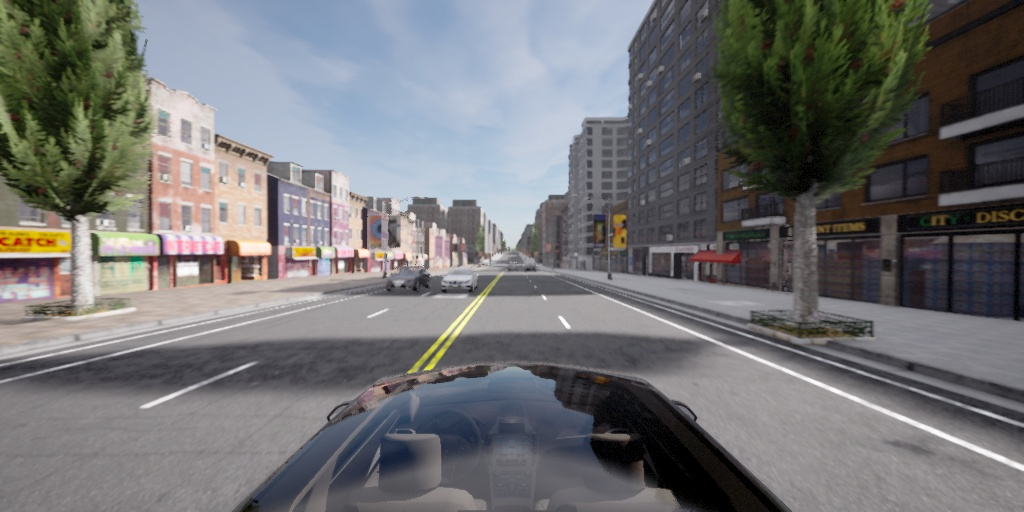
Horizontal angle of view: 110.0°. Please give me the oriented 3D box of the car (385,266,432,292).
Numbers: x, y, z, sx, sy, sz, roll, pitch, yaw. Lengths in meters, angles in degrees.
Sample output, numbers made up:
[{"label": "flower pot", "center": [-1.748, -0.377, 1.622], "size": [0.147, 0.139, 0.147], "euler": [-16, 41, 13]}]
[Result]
[{"label": "car", "center": [-6.458, 1.414, 22.823], "size": [2.128, 1.511, 4.902], "euler": [0, -1, 0]}]

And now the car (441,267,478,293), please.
[{"label": "car", "center": [-3.209, 1.455, 22.725], "size": [1.812, 1.442, 4.674], "euler": [0, -1, 1]}]
